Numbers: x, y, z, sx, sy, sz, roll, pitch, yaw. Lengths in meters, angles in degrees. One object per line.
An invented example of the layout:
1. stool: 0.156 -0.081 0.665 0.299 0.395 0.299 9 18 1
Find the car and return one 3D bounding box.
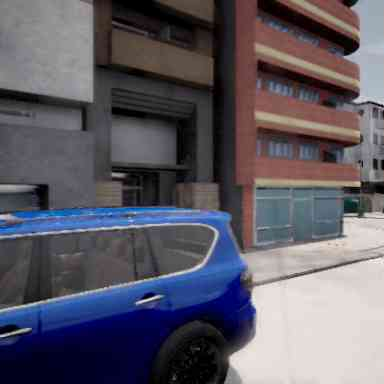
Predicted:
1. car: -1.812 1.222 3.286 5.566 2.045 2.150 0 0 -35
